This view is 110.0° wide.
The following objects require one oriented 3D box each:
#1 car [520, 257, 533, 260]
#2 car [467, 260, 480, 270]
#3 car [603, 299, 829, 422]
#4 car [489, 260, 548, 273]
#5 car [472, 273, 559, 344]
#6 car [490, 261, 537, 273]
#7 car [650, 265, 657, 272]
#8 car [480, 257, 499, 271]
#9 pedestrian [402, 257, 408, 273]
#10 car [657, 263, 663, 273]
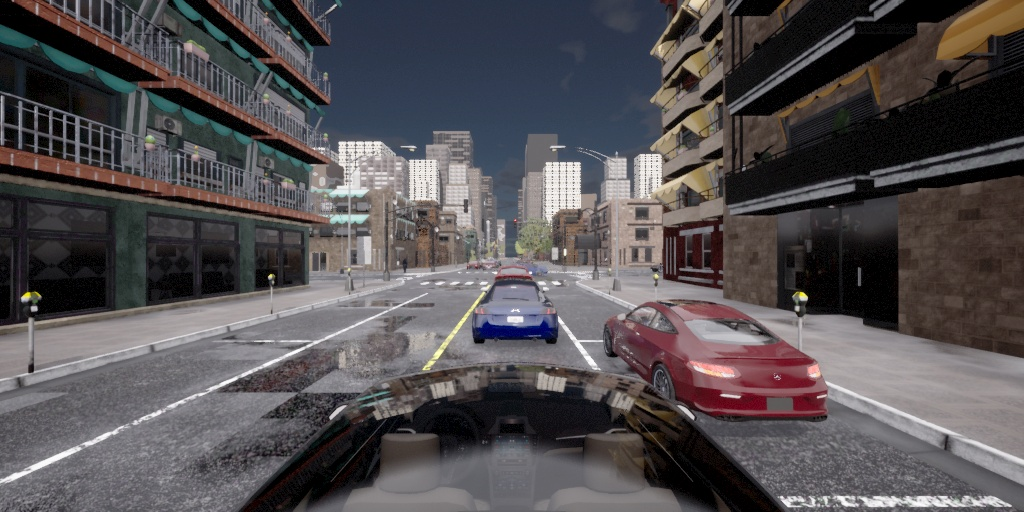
[{"bbox_3d":[2.581,1.114,60.420,2.192,1.841,5.009,0,0,0],"label":"car"},{"bbox_3d":[-5.877,1.336,54.883,1.888,1.381,4.507,0,0,0],"label":"car"},{"bbox_3d":[2.682,1.333,5.669,1.802,1.307,4.207,0,0,0],"label":"car"},{"bbox_3d":[0.893,1.309,33.380,5.357,1.411,2.033,0,0,-37],"label":"car"},{"bbox_3d":[0.080,1.317,9.624,1.994,1.385,4.181,0,0,0],"label":"car"},{"bbox_3d":[0.067,1.235,18.610,1.882,1.535,5.008,0,0,0],"label":"car"},{"bbox_3d":[17.426,1.127,39.254,4.313,1.339,1.948,0,0,0],"label":"car"},{"bbox_3d":[-3.178,1.312,51.374,1.812,1.442,4.674,0,0,0],"label":"car"},{"bbox_3d":[-12.587,1.061,42.130,0.375,1.860,0.375,0,0,0],"label":"pedestrian"},{"bbox_3d":[17.833,1.149,36.667,4.718,1.301,1.895,-1,0,0],"label":"car"}]
